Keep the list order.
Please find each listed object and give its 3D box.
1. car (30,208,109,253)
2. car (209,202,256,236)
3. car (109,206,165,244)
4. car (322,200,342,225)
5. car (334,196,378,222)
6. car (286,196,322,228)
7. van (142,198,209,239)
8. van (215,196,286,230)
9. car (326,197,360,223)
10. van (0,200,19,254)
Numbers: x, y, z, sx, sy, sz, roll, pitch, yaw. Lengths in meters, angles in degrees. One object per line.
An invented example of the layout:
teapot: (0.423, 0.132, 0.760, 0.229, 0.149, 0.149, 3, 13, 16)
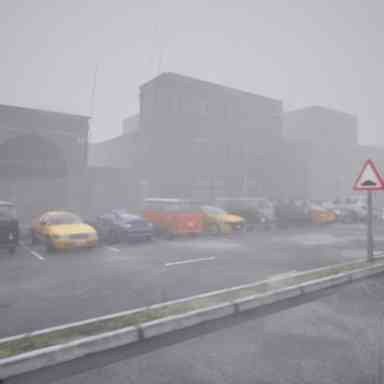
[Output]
car: (-5.631, 1.514, 14.371, 1.946, 1.575, 5.366, 0, 0, -36)
car: (0.987, 1.546, 19.337, 2.097, 1.535, 5.008, 0, 0, -36)
car: (-3.495, 1.566, 16.123, 2.002, 1.452, 4.674, 0, 0, -36)
car: (7.825, 1.577, 24.213, 2.097, 1.535, 5.008, 0, 0, -36)
car: (12.192, 1.344, 27.377, 2.435, 2.045, 5.566, 0, 0, -36)
car: (5.461, 1.316, 22.564, 2.435, 2.045, 5.566, 0, 0, -36)
van: (-1.321, 1.310, 17.824, 1.878, 1.987, 4.442, 0, 0, -36)
van: (3.302, 1.331, 20.842, 1.878, 1.987, 4.442, 0, 0, -36)
car: (10.047, 1.461, 25.846, 2.185, 1.767, 4.553, 0, 0, -36)
van: (-8.051, 1.282, 13.012, 1.878, 1.987, 4.442, 0, 0, -36)
